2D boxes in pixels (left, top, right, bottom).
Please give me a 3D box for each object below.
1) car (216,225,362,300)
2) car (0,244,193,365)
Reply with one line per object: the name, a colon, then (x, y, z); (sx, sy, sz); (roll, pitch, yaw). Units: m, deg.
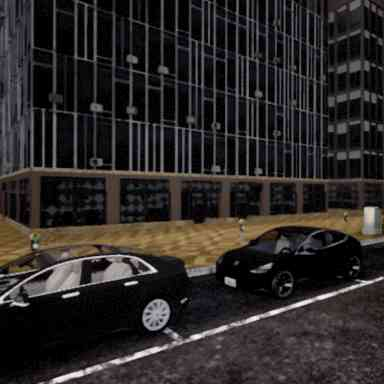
car: (2.601, 1.555, 8.412); (4.313, 1.339, 1.947); (0, 0, -36)
car: (-2.033, 1.549, 5.106); (4.403, 1.369, 2.008); (0, 0, -36)
